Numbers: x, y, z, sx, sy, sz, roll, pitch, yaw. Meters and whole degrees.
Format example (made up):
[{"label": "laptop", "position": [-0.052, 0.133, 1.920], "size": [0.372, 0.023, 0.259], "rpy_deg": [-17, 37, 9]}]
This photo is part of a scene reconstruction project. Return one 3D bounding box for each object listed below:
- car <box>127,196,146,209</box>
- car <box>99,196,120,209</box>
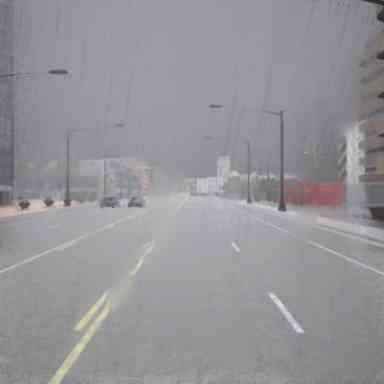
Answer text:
[{"label": "car", "position": [-7.092, 1.331, 42.919], "size": [1.837, 1.490, 4.892], "rpy_deg": [0, 0, 0]}, {"label": "car", "position": [-10.591, 1.331, 42.913], "size": [1.837, 1.490, 4.892], "rpy_deg": [0, 0, 0]}]
